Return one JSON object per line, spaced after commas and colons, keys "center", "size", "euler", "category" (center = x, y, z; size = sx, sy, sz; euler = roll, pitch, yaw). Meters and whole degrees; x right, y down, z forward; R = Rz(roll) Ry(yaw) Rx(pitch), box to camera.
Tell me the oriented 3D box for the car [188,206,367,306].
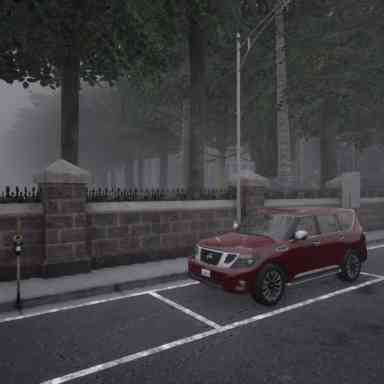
{"center": [2.326, 1.314, 8.194], "size": [5.009, 1.841, 2.192], "euler": [0, 0, -36], "category": "car"}
